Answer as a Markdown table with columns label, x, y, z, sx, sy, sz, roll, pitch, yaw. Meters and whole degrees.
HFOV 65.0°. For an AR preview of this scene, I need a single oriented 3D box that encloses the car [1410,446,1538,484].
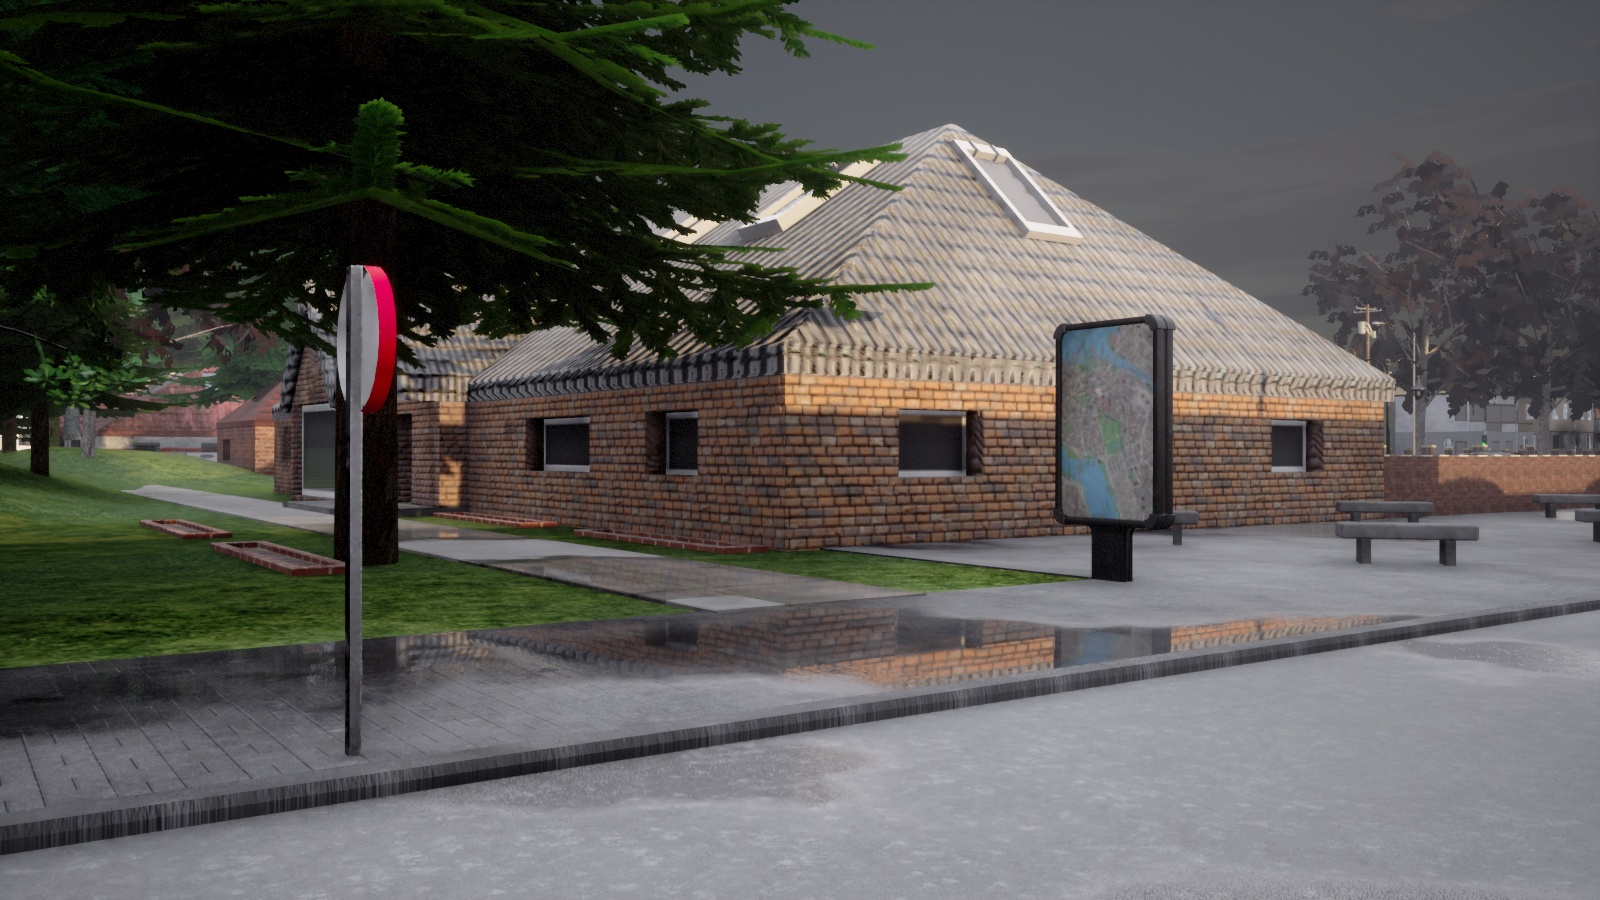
| label | x | y | z | sx | sy | sz | roll | pitch | yaw |
| --- | --- | --- | --- | --- | --- | --- | --- | --- | --- |
| car | 30.707 | 0.664 | 57.341 | 2.242 | 1.667 | 4.611 | 0 | 0 | -37 |
